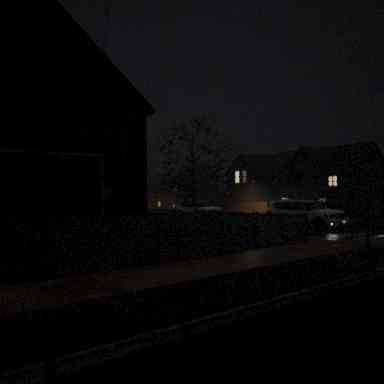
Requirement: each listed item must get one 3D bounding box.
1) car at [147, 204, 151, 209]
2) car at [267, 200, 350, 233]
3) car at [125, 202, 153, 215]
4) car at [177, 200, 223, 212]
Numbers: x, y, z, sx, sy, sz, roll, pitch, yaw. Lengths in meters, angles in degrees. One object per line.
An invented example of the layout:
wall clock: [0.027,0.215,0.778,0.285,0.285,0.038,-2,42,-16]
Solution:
car: [-6.329,2.401,41.770,1.812,1.442,4.674,-1,-1,-35]
car: [7.593,1.535,22.397,2.150,2.045,5.566,-1,-1,-36]
car: [-7.837,2.341,48.811,2.097,1.767,4.553,-1,-1,-35]
car: [0.657,1.815,32.036,2.150,2.045,5.566,-1,-1,-36]
